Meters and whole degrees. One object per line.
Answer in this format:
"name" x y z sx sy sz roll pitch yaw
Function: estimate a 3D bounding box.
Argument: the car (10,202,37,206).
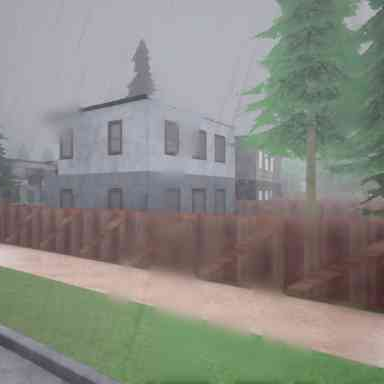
"car" -15.331 1.582 29.327 1.895 1.301 4.718 0 0 28
